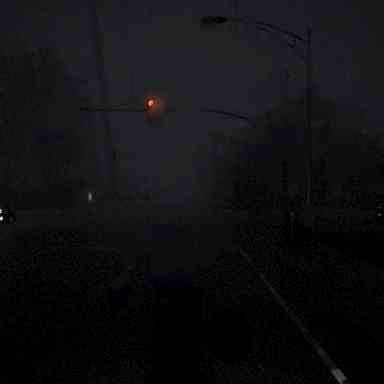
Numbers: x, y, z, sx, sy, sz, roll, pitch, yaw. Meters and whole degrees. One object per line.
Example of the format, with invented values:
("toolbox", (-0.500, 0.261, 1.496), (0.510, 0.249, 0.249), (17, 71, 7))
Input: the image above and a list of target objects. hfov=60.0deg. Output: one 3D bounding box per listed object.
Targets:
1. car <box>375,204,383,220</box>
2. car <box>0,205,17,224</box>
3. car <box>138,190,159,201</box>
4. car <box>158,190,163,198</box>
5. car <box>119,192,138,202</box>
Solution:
("car", (14.301, 1.207, 21.208), (4.902, 1.511, 2.128), (0, 1, -3))
("car", (-12.965, 1.052, 19.723), (4.553, 1.767, 2.097), (0, 1, -3))
("car", (-6.986, 0.824, 54.086), (1.994, 1.385, 4.181), (0, 1, 0))
("car", (-7.131, 0.348, 69.519), (2.097, 1.767, 4.553), (0, 1, -2))
("car", (-10.488, 0.789, 53.867), (1.812, 1.442, 4.674), (0, 1, 0))
